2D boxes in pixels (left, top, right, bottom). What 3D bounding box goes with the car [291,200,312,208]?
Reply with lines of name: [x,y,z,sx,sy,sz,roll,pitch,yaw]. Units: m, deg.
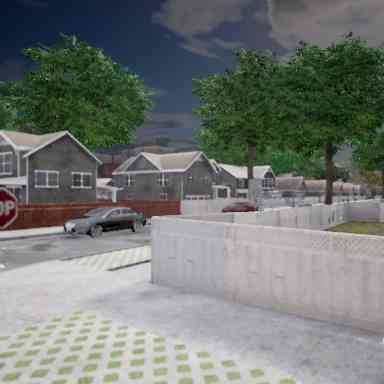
car: [15.165,1.818,45.922,2.128,1.511,4.902,0,0,35]

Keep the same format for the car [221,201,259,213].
car: [4.531,1.650,31.093,1.882,1.535,5.008,0,0,35]

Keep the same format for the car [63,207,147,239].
car: [-4.594,1.567,18.233,2.128,1.511,4.902,0,0,35]
